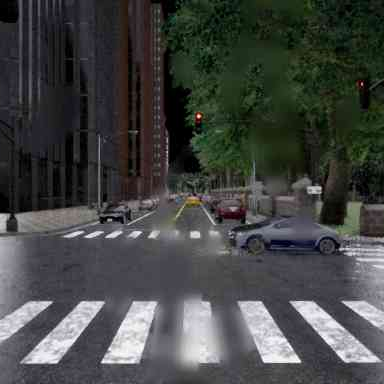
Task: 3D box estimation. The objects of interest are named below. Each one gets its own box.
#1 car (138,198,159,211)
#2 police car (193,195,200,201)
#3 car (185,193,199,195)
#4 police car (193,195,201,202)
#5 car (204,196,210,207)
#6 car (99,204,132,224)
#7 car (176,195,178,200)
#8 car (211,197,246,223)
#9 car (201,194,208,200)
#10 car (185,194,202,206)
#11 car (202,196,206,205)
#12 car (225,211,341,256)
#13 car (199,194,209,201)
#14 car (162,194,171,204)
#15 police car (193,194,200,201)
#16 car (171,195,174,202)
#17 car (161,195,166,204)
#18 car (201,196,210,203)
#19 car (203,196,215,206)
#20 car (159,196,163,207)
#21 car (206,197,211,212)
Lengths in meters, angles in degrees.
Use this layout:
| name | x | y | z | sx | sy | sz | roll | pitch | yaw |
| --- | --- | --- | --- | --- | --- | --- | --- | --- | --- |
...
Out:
| name | x | y | z | sx | sy | sz | roll | pitch | yaw |
| --- | --- | --- | --- | --- | --- | --- | --- | --- | --- |
| car | -5.633 | 1.579 | 41.605 | 2.008 | 1.369 | 4.403 | 0 | 0 | 0 |
| police car | 1.151 | 1.511 | 85.988 | 1.930 | 1.638 | 5.238 | 0 | 0 | 0 |
| car | 0.204 | 1.277 | 65.377 | 2.150 | 2.045 | 5.566 | 0 | 0 | 0 |
| police car | 1.138 | 1.495 | 75.988 | 1.930 | 1.638 | 5.238 | 0 | 0 | 0 |
| car | 2.892 | 1.579 | 41.586 | 2.008 | 1.369 | 4.403 | 0 | 0 | 0 |
| car | -5.685 | 1.576 | 25.234 | 1.947 | 1.339 | 4.313 | 0 | 0 | 0 |
| car | -5.479 | 1.534 | 90.718 | 1.967 | 1.590 | 4.097 | 0 | 0 | 0 |
| car | 2.841 | 1.326 | 25.217 | 2.192 | 1.841 | 5.009 | 0 | 0 | 0 |
| car | 2.926 | 1.481 | 52.499 | 1.967 | 1.590 | 4.097 | 0 | 0 | 0 |
| car | 0.223 | 1.522 | 55.251 | 1.882 | 1.535 | 5.008 | 0 | 0 | 0 |
| car | 2.909 | 1.585 | 47.042 | 2.008 | 1.369 | 4.403 | 0 | 0 | 0 |
| car | 3.635 | 1.657 | 13.287 | 4.181 | 1.385 | 1.994 | 1 | 0 | 0 |
| car | 3.029 | 1.400 | 85.238 | 2.192 | 1.841 | 5.009 | 0 | 0 | 0 |
| car | -5.565 | 1.635 | 63.433 | 1.802 | 1.307 | 4.206 | 0 | 0 | 0 |
| police car | 1.188 | 1.521 | 91.988 | 1.930 | 1.638 | 5.238 | 0 | 0 | 0 |
| car | -5.547 | 1.375 | 68.890 | 2.192 | 1.841 | 5.009 | 0 | 0 | 0 |
| car | -5.599 | 1.623 | 52.519 | 1.802 | 1.307 | 4.206 | 0 | 0 | 0 |
| car | 2.995 | 1.593 | 74.495 | 1.752 | 1.417 | 4.829 | 0 | 0 | 0 |
| car | 2.943 | 1.487 | 57.956 | 1.967 | 1.590 | 4.097 | 0 | 0 | 0 |
| car | -5.616 | 1.616 | 47.062 | 1.802 | 1.307 | 4.206 | 0 | 0 | 0 |
| car | 2.875 | 1.588 | 36.129 | 1.947 | 1.339 | 4.313 | 0 | 0 | 0 |
